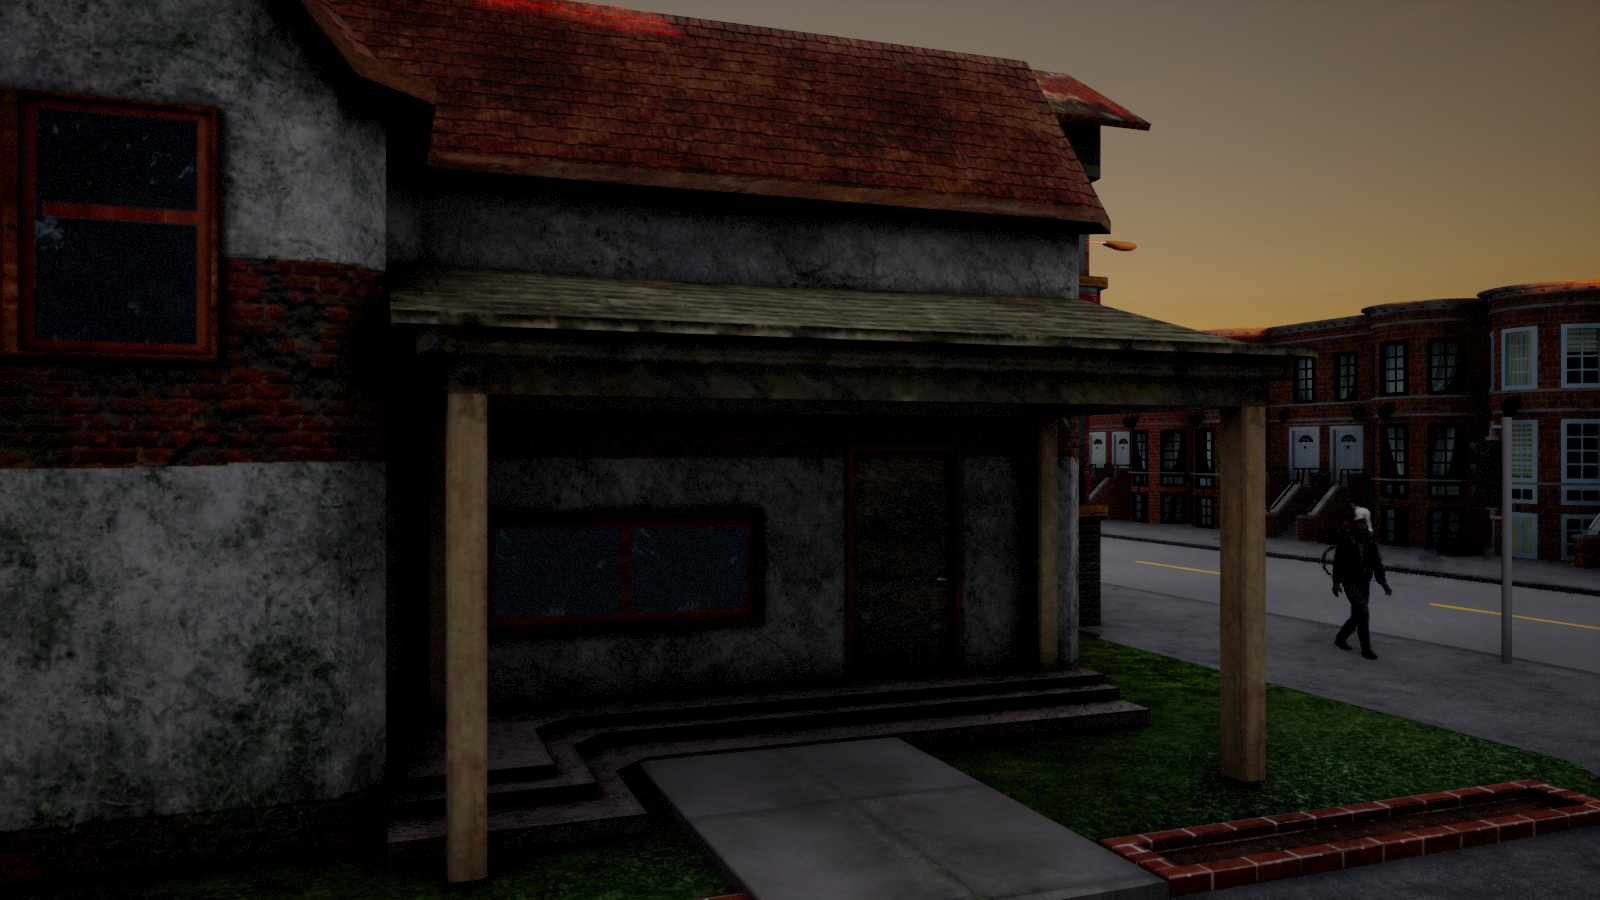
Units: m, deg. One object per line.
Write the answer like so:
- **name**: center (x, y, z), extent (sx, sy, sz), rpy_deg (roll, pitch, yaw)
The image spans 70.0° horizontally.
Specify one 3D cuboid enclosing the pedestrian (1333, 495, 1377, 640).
- **pedestrian**: center (7.288, 1.524, 14.997), extent (0.375, 1.860, 0.375), rpy_deg (0, 0, -8)
